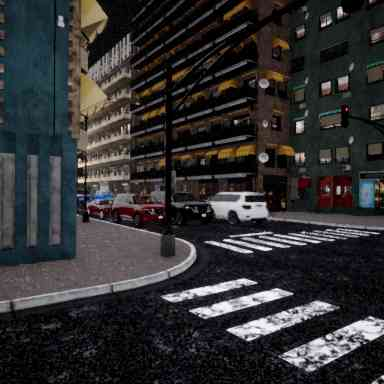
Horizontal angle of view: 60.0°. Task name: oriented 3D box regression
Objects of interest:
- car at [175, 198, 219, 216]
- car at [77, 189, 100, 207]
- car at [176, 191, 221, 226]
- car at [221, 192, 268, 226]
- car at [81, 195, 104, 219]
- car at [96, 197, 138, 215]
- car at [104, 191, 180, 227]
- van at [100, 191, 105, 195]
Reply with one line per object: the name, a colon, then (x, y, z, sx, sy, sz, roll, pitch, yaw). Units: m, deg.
car: (0.354, 1.288, 29.713, 1.802, 1.307, 4.206, 2, 0, -36)
car: (-12.900, 0.669, 38.187, 2.150, 2.045, 5.566, 1, 0, -35)
car: (-0.920, 0.966, 21.572, 2.150, 2.045, 5.566, 1, 0, -36)
car: (2.512, 1.014, 21.948, 2.150, 2.045, 5.566, 0, 1, -34)
car: (-6.461, 1.182, 24.838, 1.887, 1.381, 4.507, 2, 0, -36)
car: (-6.744, 1.201, 29.635, 1.895, 1.301, 4.718, 1, 0, -36)
car: (-3.192, 1.033, 20.322, 2.192, 1.841, 5.009, 2, 0, -36)
van: (-12.688, 0.726, 47.776, 1.690, 1.788, 3.998, 2, 0, -36)
